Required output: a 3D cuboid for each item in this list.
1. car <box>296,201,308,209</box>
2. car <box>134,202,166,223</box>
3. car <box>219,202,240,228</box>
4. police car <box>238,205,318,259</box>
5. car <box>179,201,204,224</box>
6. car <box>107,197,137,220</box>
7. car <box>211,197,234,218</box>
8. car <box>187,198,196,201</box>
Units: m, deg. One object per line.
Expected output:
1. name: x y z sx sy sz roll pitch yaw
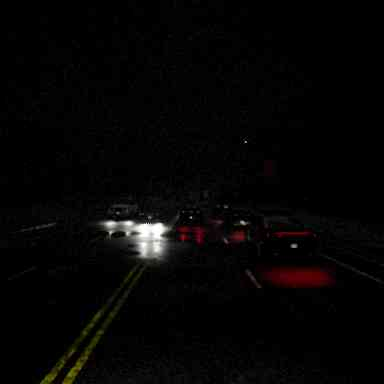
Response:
1. car: 20.583 2.141 56.617 5.357 1.411 2.033 0 1 0
2. car: -3.312 1.778 28.709 2.128 1.511 4.902 0 -1 0
3. car: 3.277 1.738 24.116 1.837 1.490 4.892 0 -1 0
4. police car: 3.265 1.544 13.219 1.930 1.638 5.238 0 -1 0
5. car: -0.045 1.767 27.718 2.128 1.511 4.902 0 -1 1
6. car: -6.555 1.551 32.345 2.150 2.045 5.566 0 -1 0
7. car: 3.288 1.588 35.158 2.150 2.045 5.566 0 -1 0
8. car: -0.134 1.941 68.362 1.812 1.442 4.674 0 -1 0
